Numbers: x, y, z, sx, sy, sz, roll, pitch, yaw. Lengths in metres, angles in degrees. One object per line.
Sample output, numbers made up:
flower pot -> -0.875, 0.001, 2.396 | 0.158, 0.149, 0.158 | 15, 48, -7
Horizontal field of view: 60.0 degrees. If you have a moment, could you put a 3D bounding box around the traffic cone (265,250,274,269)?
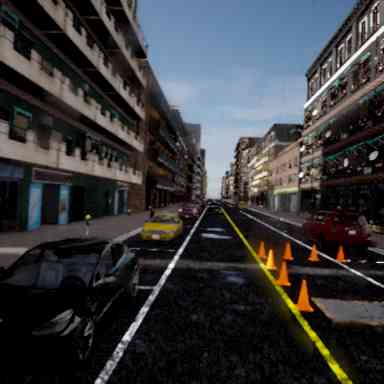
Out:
traffic cone -> 2.613, 2.211, 11.018 | 0.340, 0.580, 0.340 | 3, -1, 4

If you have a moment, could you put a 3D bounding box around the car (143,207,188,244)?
car -> -1.410, 1.667, 16.905 | 1.752, 1.417, 4.829 | 3, -1, 4

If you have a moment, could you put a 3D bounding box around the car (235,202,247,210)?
car -> 10.205, 2.801, 67.320 | 1.752, 1.417, 4.829 | 3, -1, 4

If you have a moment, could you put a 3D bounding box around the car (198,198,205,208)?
car -> 0.051, 1.795, 39.576 | 2.192, 1.841, 5.009 | 3, -1, 4

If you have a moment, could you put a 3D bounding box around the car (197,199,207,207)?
car -> 2.203, 2.419, 73.319 | 1.967, 1.590, 4.097 | 3, -1, 4

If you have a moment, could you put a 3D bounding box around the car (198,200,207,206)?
car -> 2.559, 2.606, 78.943 | 1.887, 1.381, 4.507 | 3, -1, 4

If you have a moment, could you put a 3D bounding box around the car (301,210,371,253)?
car -> 6.966, 1.836, 16.534 | 2.192, 1.841, 5.009 | 3, -1, 4

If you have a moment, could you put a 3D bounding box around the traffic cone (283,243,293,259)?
traffic cone -> 3.737, 2.286, 12.950 | 0.340, 0.580, 0.340 | 3, -1, 4

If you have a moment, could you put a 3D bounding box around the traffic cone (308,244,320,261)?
traffic cone -> 4.734, 2.331, 12.885 | 0.340, 0.580, 0.340 | 3, -1, 4

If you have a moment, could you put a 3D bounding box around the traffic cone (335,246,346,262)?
traffic cone -> 5.731, 2.376, 12.820 | 0.340, 0.580, 0.340 | 3, -1, 4

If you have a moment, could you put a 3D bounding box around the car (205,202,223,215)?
car -> 3.070, 2.187, 44.850 | 1.837, 1.490, 4.892 | 3, -1, 4

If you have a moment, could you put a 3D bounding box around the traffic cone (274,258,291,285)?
traffic cone -> 2.485, 2.181, 9.023 | 0.340, 0.580, 0.340 | 3, -1, 4

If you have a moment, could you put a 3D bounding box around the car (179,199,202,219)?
car -> -0.316, 1.836, 33.950 | 1.967, 1.590, 4.097 | 3, -1, 4

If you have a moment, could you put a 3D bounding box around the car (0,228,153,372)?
car -> -2.121, 1.541, 5.825 | 1.947, 1.339, 4.313 | 3, -1, 4

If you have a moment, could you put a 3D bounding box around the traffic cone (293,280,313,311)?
traffic cone -> 2.358, 2.151, 7.027 | 0.340, 0.580, 0.340 | 3, -1, 4
